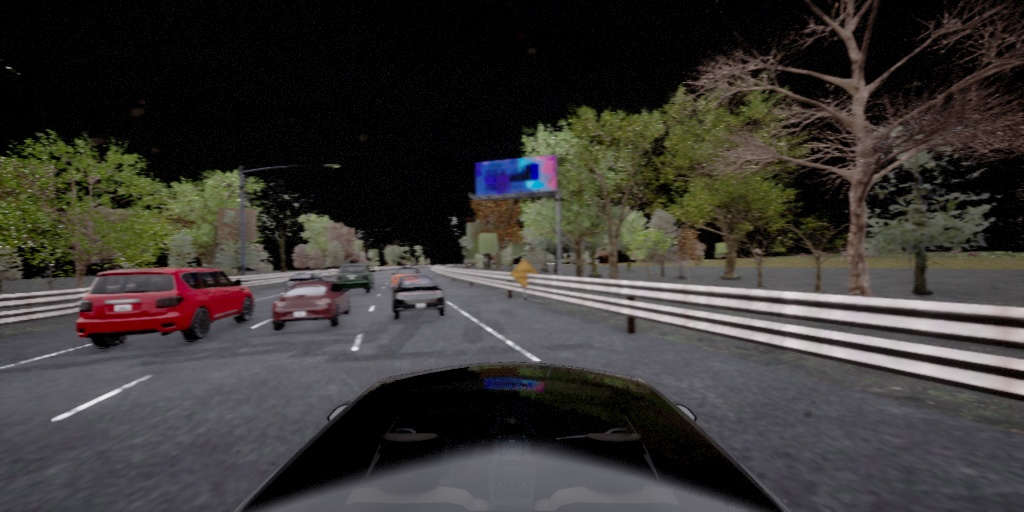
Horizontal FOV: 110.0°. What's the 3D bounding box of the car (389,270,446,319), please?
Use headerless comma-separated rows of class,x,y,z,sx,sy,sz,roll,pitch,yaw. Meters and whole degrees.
car,-3.837,1.519,14.473,2.128,1.511,4.902,-1,-1,-18

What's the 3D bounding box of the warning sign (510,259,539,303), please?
warning sign,0.552,1.036,15.554,1.300,1.860,1.060,0,0,-19

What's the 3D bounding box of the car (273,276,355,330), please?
car,-6.963,1.617,12.768,1.812,1.442,4.674,-1,-1,-18

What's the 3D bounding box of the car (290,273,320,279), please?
car,-15.074,1.992,26.442,2.128,1.511,4.902,-1,-1,-17

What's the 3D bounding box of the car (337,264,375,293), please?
car,-11.413,1.621,26.398,2.150,2.045,5.566,-1,-1,-17

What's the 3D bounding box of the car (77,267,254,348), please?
car,-10.108,1.377,11.098,2.150,2.045,5.566,-1,-1,-18

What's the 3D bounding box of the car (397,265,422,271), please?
car,-8.389,1.695,28.506,2.097,1.767,4.553,-1,-1,-17
